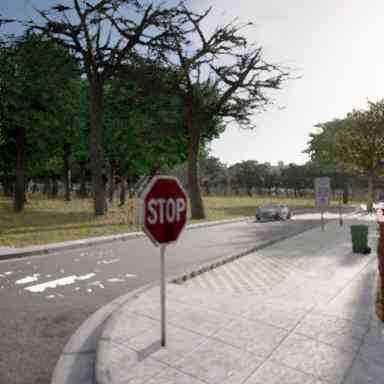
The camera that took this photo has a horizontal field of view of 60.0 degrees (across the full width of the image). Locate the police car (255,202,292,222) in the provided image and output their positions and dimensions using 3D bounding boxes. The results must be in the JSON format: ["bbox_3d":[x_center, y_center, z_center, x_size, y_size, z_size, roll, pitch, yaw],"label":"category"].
[{"bbox_3d":[7.126,1.718,29.110,2.038,1.542,4.974,-1,-1,32],"label":"police car"}]
